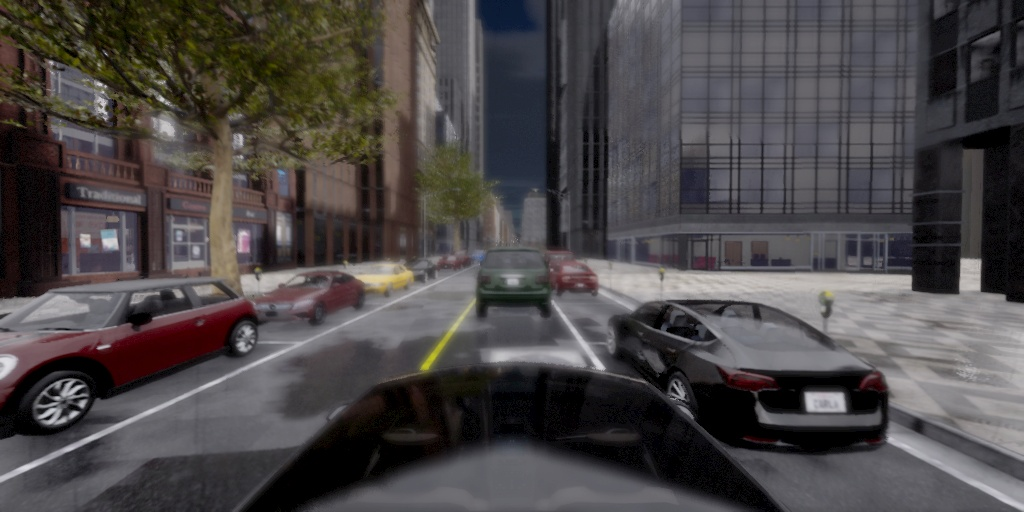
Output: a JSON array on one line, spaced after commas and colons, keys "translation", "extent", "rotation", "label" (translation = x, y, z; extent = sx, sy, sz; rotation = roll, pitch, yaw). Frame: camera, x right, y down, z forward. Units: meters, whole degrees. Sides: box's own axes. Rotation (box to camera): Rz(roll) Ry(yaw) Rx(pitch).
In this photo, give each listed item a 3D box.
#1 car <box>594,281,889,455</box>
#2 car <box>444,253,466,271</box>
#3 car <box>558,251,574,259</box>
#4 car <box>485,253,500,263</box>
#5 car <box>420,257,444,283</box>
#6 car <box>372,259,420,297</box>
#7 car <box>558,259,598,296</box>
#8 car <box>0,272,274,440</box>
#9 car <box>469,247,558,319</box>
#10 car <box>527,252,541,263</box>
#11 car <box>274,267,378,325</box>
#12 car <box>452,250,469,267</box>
[{"translation": [2.680, 1.239, 5.149], "extent": [1.948, 1.339, 4.313], "rotation": [0, 0, 0], "label": "car"}, {"translation": [-5.738, 0.613, 33.377], "extent": [1.888, 1.381, 4.507], "rotation": [0, 0, 0], "label": "car"}, {"translation": [2.744, 0.623, 22.062], "extent": [2.192, 1.841, 5.009], "rotation": [0, 0, 0], "label": "car"}, {"translation": [-2.880, 0.212, 53.568], "extent": [1.994, 1.385, 4.181], "rotation": [0, 1, 0], "label": "car"}, {"translation": [-5.781, 0.872, 22.101], "extent": [1.948, 1.339, 4.313], "rotation": [0, 0, 0], "label": "car"}, {"translation": [-5.803, 0.952, 16.292], "extent": [1.751, 1.417, 4.829], "rotation": [0, 0, 0], "label": "car"}, {"translation": [2.722, 0.973, 16.424], "extent": [1.888, 1.381, 4.507], "rotation": [0, 0, 0], "label": "car"}, {"translation": [-5.846, 1.112, 5.186], "extent": [1.967, 1.591, 4.097], "rotation": [0, 0, 0], "label": "car"}, {"translation": [0.081, 0.741, 11.963], "extent": [2.150, 2.045, 5.566], "rotation": [0, 1, 1], "label": "car"}, {"translation": [3.193, 0.199, 52.357], "extent": [1.812, 1.442, 4.674], "rotation": [0, 1, 0], "label": "car"}, {"translation": [-5.824, 1.131, 10.825], "extent": [1.802, 1.307, 4.207], "rotation": [0, 0, 0], "label": "car"}, {"translation": [-5.717, 0.264, 39.015], "extent": [2.192, 1.841, 5.009], "rotation": [0, 0, 0], "label": "car"}]
